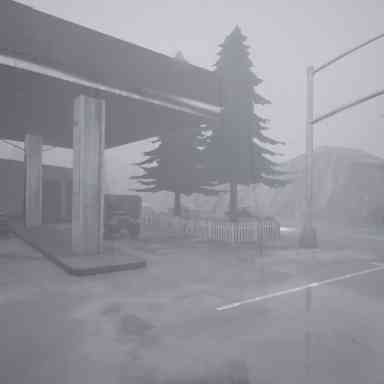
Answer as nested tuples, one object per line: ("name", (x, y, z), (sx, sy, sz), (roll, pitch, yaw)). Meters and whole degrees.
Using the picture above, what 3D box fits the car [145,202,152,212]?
("car", (-6.536, 1.652, 40.227), (1.812, 1.442, 4.674), (1, 0, -35))

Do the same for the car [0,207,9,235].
("car", (-11.604, 1.521, 18.514), (2.242, 1.667, 4.611), (1, 0, -36))

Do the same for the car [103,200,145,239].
("car", (-4.473, 1.446, 18.305), (1.905, 1.878, 3.866), (1, 0, -36))

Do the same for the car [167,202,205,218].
("car", (-0.672, 1.721, 31.899), (1.812, 1.442, 4.674), (1, 0, -35))

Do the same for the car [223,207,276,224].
("car", (4.244, 1.817, 24.900), (1.994, 1.385, 4.181), (1, 0, -35))
